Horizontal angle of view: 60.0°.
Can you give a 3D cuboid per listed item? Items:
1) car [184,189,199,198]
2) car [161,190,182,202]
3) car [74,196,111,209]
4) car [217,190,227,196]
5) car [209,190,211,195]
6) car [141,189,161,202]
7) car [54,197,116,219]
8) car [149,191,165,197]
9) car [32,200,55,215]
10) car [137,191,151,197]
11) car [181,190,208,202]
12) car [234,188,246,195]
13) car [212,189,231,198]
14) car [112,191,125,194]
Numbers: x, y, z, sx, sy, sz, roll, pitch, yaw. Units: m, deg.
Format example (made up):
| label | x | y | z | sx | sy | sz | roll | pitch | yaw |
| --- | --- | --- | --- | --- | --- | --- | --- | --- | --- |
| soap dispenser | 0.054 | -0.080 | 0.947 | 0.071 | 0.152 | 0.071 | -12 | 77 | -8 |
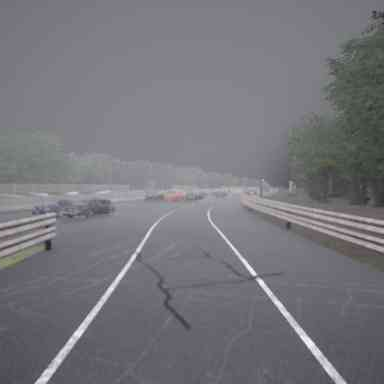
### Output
| label | x | y | z | sx | sy | sz | roll | pitch | yaw |
| --- | --- | --- | --- | --- | --- | --- | --- | --- | --- |
| car | -0.083 | 0.316 | 75.668 | 2.097 | 1.767 | 4.553 | 0 | 1 | 18 |
| car | -2.872 | 0.652 | 55.489 | 2.097 | 1.767 | 4.553 | 0 | 1 | 18 |
| car | -11.669 | 1.215 | 39.500 | 1.895 | 1.301 | 4.718 | 0 | 1 | 18 |
| car | 8.156 | 0.157 | 89.912 | 1.882 | 1.535 | 5.008 | 0 | 1 | 18 |
| car | 2.044 | 0.524 | 70.835 | 1.837 | 1.490 | 4.892 | 0 | 1 | 18 |
| car | -6.205 | 0.658 | 56.557 | 2.097 | 1.767 | 4.553 | 0 | 1 | 18 |
| car | -8.304 | 1.338 | 27.061 | 2.033 | 1.411 | 5.357 | 0 | 1 | 18 |
| car | -8.767 | 0.431 | 82.974 | 2.128 | 1.511 | 4.902 | 0 | 1 | 18 |
| car | -11.362 | 1.329 | 28.985 | 2.033 | 1.411 | 5.357 | 0 | 1 | 18 |
| car | -12.100 | 0.464 | 84.043 | 1.994 | 1.385 | 4.181 | 0 | 1 | 18 |
| car | 0.478 | 0.784 | 54.476 | 2.128 | 1.511 | 4.902 | 0 | 1 | 18 |
| car | 13.322 | 0.052 | 94.565 | 1.882 | 1.535 | 5.008 | 0 | 1 | 18 |
| car | 6.600 | 0.473 | 73.583 | 2.128 | 1.511 | 4.902 | 0 | 1 | 18 |
| car | -18.859 | 0.455 | 85.888 | 2.128 | 1.511 | 4.902 | 0 | 1 | 18 |
